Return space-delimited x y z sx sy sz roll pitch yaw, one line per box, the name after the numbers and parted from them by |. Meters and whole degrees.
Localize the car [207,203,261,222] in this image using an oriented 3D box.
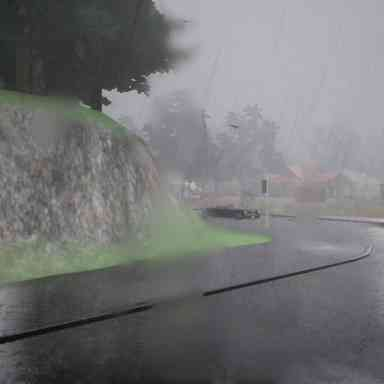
3.316 1.601 26.827 1.895 1.301 4.718 0 0 -35 | car
